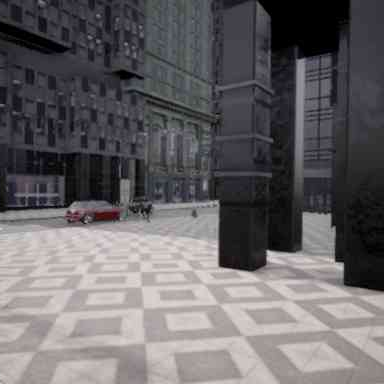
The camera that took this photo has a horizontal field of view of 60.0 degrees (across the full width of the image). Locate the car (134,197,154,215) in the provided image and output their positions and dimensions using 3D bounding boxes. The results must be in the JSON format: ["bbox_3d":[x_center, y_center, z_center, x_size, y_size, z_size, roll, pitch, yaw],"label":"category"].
[{"bbox_3d":[-5.712,1.289,31.272,2.097,1.767,4.553,1,1,36],"label":"car"}]

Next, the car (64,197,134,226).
[{"bbox_3d":[-6.830,1.364,24.273,2.097,1.767,4.553,1,1,36],"label":"car"}]

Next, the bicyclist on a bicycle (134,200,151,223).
[{"bbox_3d":[-3.540,1.367,23.601,1.656,1.620,0.582,1,1,36],"label":"bicyclist on a bicycle"}]
